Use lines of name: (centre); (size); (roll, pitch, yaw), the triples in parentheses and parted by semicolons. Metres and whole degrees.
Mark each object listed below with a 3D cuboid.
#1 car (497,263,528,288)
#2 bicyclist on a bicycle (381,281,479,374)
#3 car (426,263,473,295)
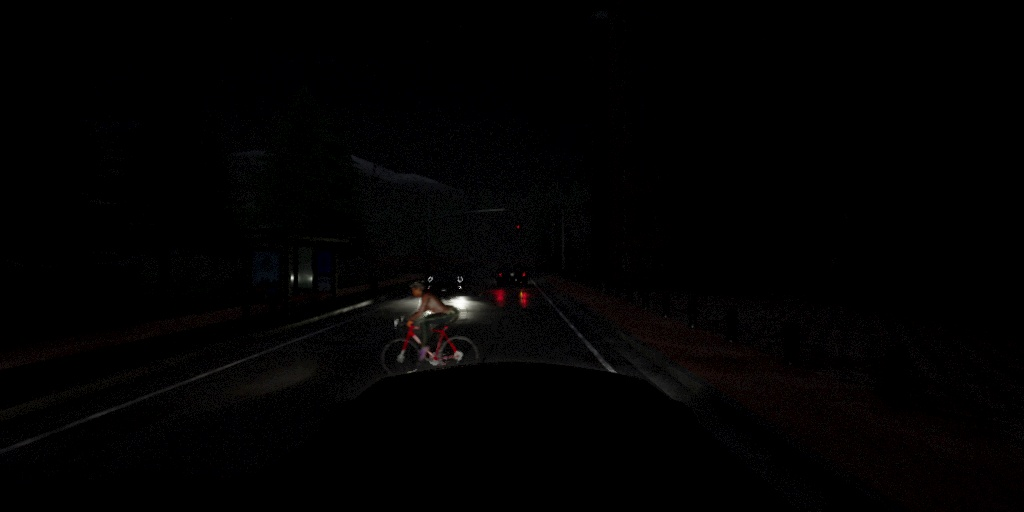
car: (0.022, 1.271, 25.856); (2.097, 1.767, 4.553); (0, 0, 0)
bicyclist on a bicycle: (-1.395, 1.233, 6.006); (1.656, 1.620, 0.582); (-2, 0, 0)
car: (-3.518, 1.235, 20.864); (2.097, 1.767, 4.553); (0, 0, 1)
